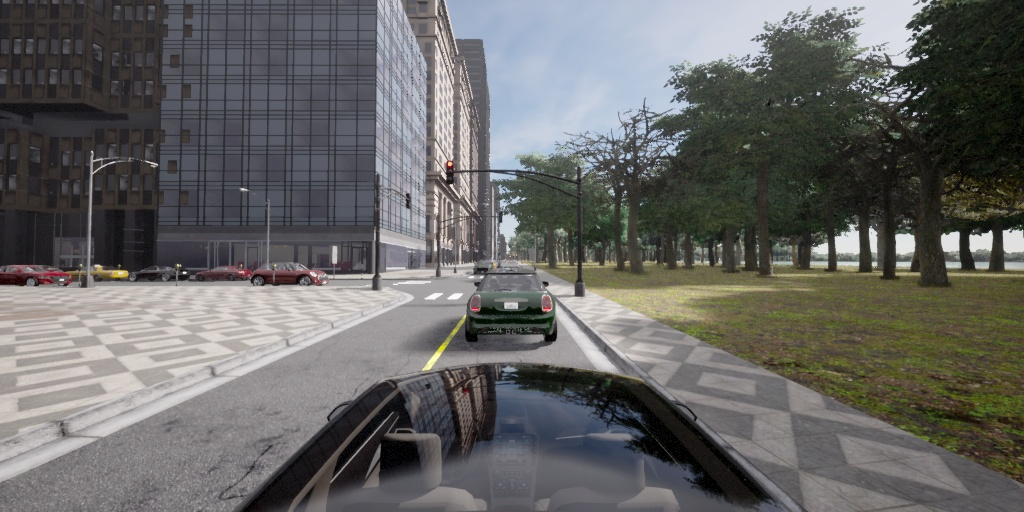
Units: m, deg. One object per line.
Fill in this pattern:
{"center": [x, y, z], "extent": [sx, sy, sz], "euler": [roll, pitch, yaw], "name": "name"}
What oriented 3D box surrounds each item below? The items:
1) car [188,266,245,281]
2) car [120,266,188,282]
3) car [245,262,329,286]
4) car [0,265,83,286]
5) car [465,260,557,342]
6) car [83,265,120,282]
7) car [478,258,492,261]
{"center": [-24.575, 1.493, 30.649], "extent": [4.207, 1.307, 1.802], "euler": [0, 0, 0], "name": "car"}
{"center": [-30.061, 1.480, 30.626], "extent": [4.313, 1.339, 1.948], "euler": [0, 0, 0], "name": "car"}
{"center": [-13.599, 1.119, 22.174], "extent": [4.097, 1.591, 1.967], "euler": [0, 0, -1], "name": "car"}
{"center": [-30.030, 1.234, 22.103], "extent": [4.507, 1.381, 1.888], "euler": [0, 0, 0], "name": "car"}
{"center": [-0.010, 1.108, 9.968], "extent": [2.097, 1.767, 4.553], "euler": [0, 0, 0], "name": "car"}
{"center": [-35.719, 1.443, 30.601], "extent": [4.829, 1.417, 1.751], "euler": [0, 0, 0], "name": "car"}
{"center": [-3.218, 1.180, 41.241], "extent": [2.097, 1.767, 4.553], "euler": [0, 0, 0], "name": "car"}
